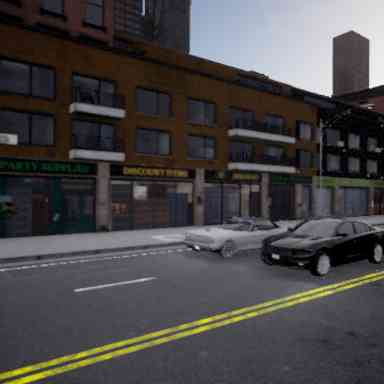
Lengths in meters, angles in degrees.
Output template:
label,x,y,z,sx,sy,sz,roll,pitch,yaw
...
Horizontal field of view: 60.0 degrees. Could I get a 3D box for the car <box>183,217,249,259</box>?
label,x,y,z,sx,sy,sz,roll,pitch,yaw
car,2.000,1.686,13.095,4.718,1.301,1.895,1,0,-35

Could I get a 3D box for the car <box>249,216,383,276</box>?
label,x,y,z,sx,sy,sz,roll,pitch,yaw
car,4.389,1.568,10.808,5.008,1.535,1.882,1,0,-35
